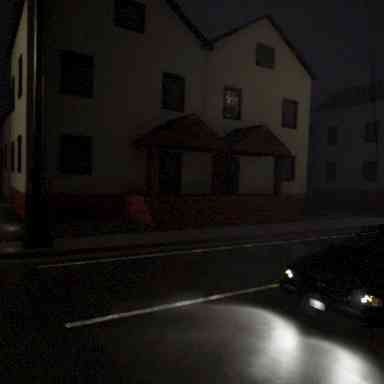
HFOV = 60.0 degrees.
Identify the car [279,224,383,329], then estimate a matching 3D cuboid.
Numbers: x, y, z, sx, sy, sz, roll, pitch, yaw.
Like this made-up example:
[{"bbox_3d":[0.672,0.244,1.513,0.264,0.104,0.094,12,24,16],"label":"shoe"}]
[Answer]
[{"bbox_3d":[4.239,1.376,6.546,5.357,1.411,2.033,0,3,-31],"label":"car"}]
